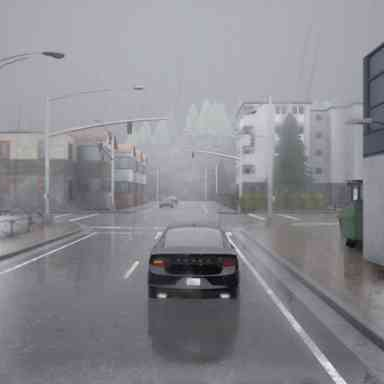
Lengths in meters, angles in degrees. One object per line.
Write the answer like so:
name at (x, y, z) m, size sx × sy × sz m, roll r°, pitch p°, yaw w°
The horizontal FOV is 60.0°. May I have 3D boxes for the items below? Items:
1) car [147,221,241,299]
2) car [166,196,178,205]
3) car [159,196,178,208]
car at (0.052, 1.478, 8.505) m, size 1.882 × 1.535 × 5.008 m, roll 0°, pitch 0°, yaw 1°
car at (-3.537, 1.477, 59.763) m, size 1.882 × 1.535 × 5.008 m, roll 0°, pitch 0°, yaw 1°
car at (-3.567, 1.547, 47.423) m, size 2.033 × 1.411 × 5.357 m, roll 0°, pitch 0°, yaw 0°
